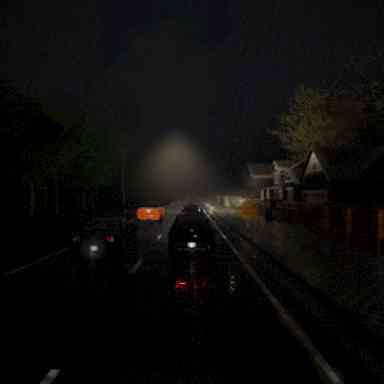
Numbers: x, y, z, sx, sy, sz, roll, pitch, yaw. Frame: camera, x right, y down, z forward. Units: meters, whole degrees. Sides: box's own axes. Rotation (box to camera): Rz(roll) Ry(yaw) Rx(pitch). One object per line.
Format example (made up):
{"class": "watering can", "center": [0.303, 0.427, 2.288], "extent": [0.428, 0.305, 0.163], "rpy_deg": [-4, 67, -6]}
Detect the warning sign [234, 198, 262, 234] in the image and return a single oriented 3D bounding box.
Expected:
{"class": "warning sign", "center": [3.041, 1.288, 18.230], "extent": [1.300, 1.860, 1.060], "rpy_deg": [0, -1, 0]}

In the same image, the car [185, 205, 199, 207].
{"class": "car", "center": [-0.001, 1.841, 29.304], "extent": [1.994, 1.385, 4.181], "rpy_deg": [0, 0, 0]}

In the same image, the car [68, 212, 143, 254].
{"class": "car", "center": [-3.500, 1.735, 14.116], "extent": [1.895, 1.301, 4.718], "rpy_deg": [0, -1, 0]}

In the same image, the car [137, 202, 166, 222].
{"class": "car", "center": [-3.502, 1.625, 29.080], "extent": [2.097, 1.767, 4.553], "rpy_deg": [0, -1, 0]}

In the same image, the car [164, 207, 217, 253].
{"class": "car", "center": [0.002, 1.644, 14.307], "extent": [1.837, 1.490, 4.892], "rpy_deg": [0, 0, 0]}
